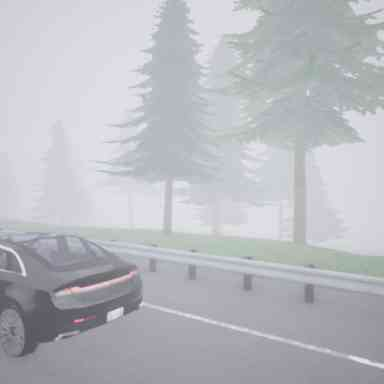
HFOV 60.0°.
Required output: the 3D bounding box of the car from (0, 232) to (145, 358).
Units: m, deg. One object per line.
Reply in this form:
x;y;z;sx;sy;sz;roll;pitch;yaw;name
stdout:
-3.075;1.490;5.999;4.902;1.511;2.128;0;0;34;car
